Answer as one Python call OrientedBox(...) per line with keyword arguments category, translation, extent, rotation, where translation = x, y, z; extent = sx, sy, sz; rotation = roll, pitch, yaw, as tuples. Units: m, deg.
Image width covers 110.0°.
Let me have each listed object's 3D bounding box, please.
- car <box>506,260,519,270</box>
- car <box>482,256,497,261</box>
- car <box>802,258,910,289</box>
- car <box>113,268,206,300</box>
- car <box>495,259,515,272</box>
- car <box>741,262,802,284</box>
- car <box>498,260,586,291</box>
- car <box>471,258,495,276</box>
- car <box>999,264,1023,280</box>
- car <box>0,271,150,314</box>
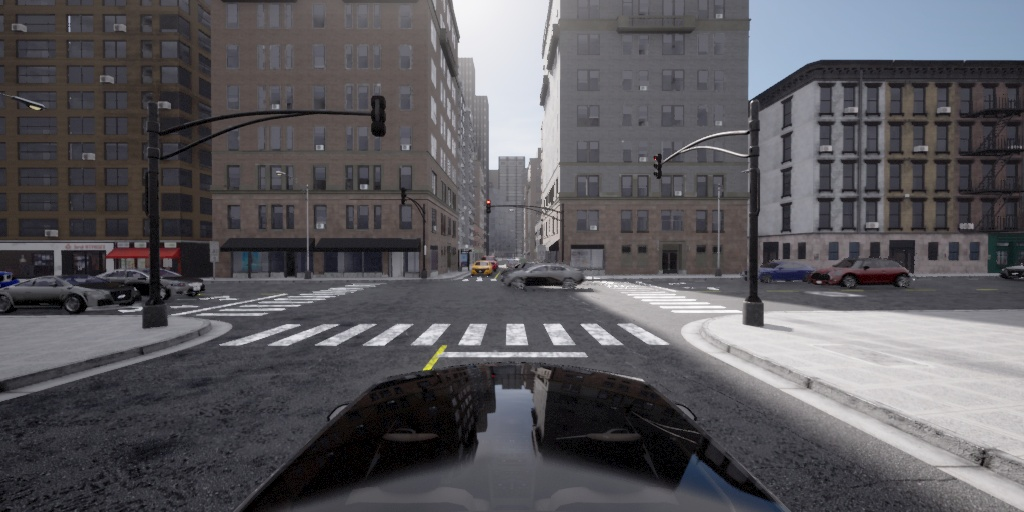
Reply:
OrientedBox(category="car", translation=(0.074, 1.317, 55.128), extent=(2.033, 1.411, 5.357), rotation=(0, 0, 0))
OrientedBox(category="car", translation=(-3.124, 0.984, 47.482), extent=(2.150, 2.045, 5.566), rotation=(0, 0, 0))
OrientedBox(category="car", translation=(20.356, 0.947, 21.145), extent=(4.553, 1.767, 2.097), rotation=(0, 1, 0))
OrientedBox(category="car", translation=(-17.797, 1.335, 17.510), extent=(4.902, 1.511, 2.128), rotation=(0, 1, 1))
OrientedBox(category="car", translation=(1.253, 1.189, 27.181), extent=(1.837, 1.490, 4.892), rotation=(-4, 2, -45))
OrientedBox(category="car", translation=(18.201, 1.100, 24.385), extent=(4.674, 1.442, 1.812), rotation=(0, 1, 0))
OrientedBox(category="car", translation=(1.817, 1.195, 21.054), extent=(4.902, 1.511, 2.128), rotation=(0, 0, 0))
OrientedBox(category="car", translation=(-3.115, 1.233, 37.526), extent=(1.882, 1.535, 5.008), rotation=(0, 0, 0))
OrientedBox(category="car", translation=(36.310, 1.011, 24.465), extent=(4.181, 1.385, 1.994), rotation=(0, 1, 0))
OrientedBox(category="car", translation=(-17.527, 1.442, 14.251), extent=(4.181, 1.385, 1.994), rotation=(0, 1, 0))
